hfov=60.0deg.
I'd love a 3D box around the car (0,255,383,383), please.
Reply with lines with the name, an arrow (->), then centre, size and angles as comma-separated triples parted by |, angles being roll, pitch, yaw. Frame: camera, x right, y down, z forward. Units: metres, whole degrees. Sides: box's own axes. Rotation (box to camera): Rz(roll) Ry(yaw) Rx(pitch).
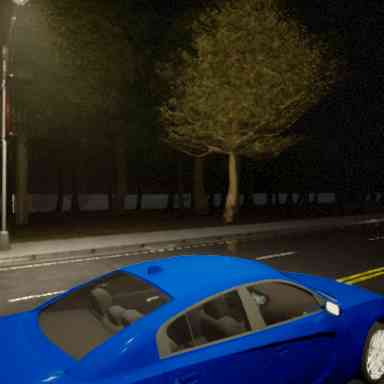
car -> 0.318, 1.473, 3.671 | 5.008, 1.535, 1.882 | 0, 0, -36
